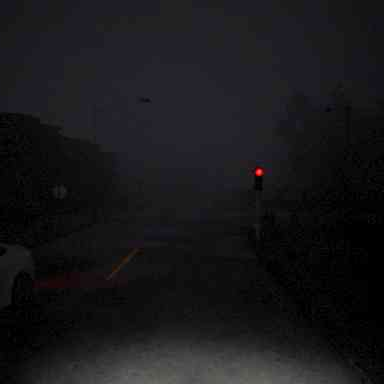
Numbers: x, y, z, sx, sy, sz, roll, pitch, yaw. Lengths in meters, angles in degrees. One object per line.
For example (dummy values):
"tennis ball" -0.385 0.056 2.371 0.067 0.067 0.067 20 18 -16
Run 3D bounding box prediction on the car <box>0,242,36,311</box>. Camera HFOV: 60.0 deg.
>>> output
"car" -4.018 1.458 4.819 1.812 1.442 4.674 0 1 1
